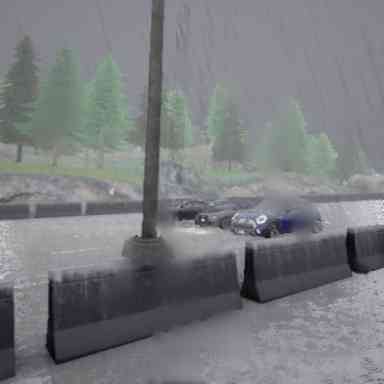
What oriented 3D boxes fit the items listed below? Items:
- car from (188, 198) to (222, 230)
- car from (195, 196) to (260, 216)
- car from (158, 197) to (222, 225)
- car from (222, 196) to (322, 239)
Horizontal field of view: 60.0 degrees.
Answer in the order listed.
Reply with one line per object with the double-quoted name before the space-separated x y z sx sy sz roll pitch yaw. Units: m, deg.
"car" 2.204 1.249 18.391 4.181 1.385 1.994 -1 1 -35
"car" 3.028 1.076 27.541 5.357 1.411 2.033 -1 1 -35
"car" -0.469 1.150 20.788 4.902 1.511 2.128 -1 1 -35
"car" 3.922 1.080 15.318 4.553 1.767 2.097 -1 1 -35
